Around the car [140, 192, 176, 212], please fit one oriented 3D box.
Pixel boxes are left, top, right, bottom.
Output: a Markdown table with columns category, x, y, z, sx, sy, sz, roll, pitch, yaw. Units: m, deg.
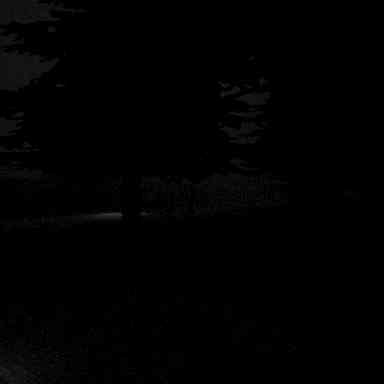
| category | x | y | z | sx | sy | sz | roll | pitch | yaw |
| --- | --- | --- | --- | --- | --- | --- | --- | --- | --- |
| car | -4.004 | 1.059 | 35.985 | 2.150 | 2.045 | 5.566 | 0 | 0 | 36 |
